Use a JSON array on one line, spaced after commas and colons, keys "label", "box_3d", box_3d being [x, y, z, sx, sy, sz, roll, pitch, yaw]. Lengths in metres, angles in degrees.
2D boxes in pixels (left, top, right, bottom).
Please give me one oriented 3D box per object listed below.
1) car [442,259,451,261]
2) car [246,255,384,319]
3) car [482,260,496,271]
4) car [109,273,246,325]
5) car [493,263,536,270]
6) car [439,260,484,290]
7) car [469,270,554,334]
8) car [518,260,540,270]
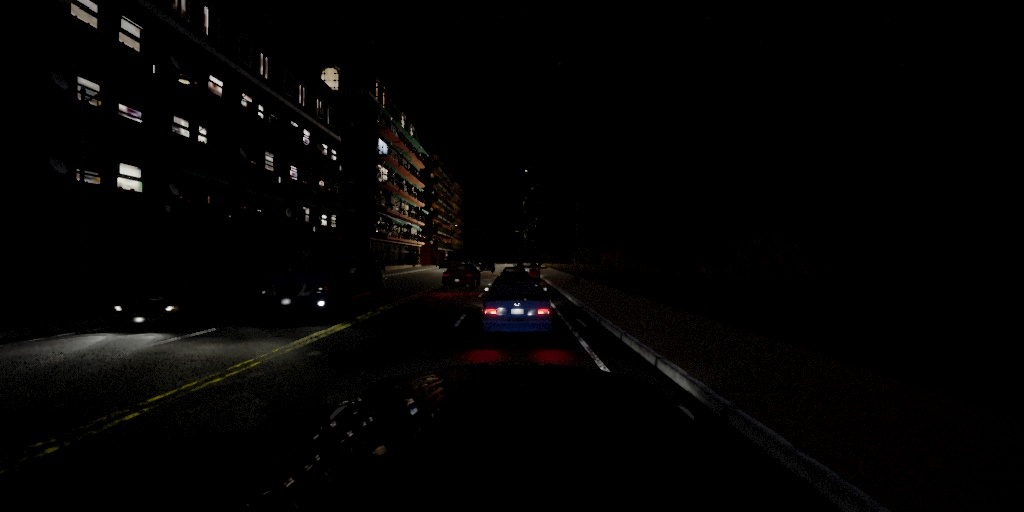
[{"label": "car", "box_3d": [-9.749, 1.230, 54.030, 1.882, 1.535, 5.008, 0, 0, 0]}, {"label": "car", "box_3d": [-6.582, 0.973, 13.213, 2.150, 2.045, 5.566, 0, 0, 0]}, {"label": "car", "box_3d": [-3.072, 1.242, 44.148, 2.128, 1.511, 4.902, 0, 0, 0]}, {"label": "car", "box_3d": [-9.831, 1.299, 12.111, 2.033, 1.411, 5.357, 0, 0, 0]}, {"label": "car", "box_3d": [0.128, 1.317, 20.930, 1.994, 1.385, 4.181, 0, 0, 1]}, {"label": "car", "box_3d": [-3.114, 1.231, 22.773, 1.882, 1.535, 5.008, 0, 0, 0]}, {"label": "car", "box_3d": [0.117, 1.299, 10.597, 2.033, 1.411, 5.357, 0, 0, 0]}, {"label": "car", "box_3d": [1.187, 1.105, 29.865, 2.097, 1.767, 4.553, 0, 0, 0]}]
